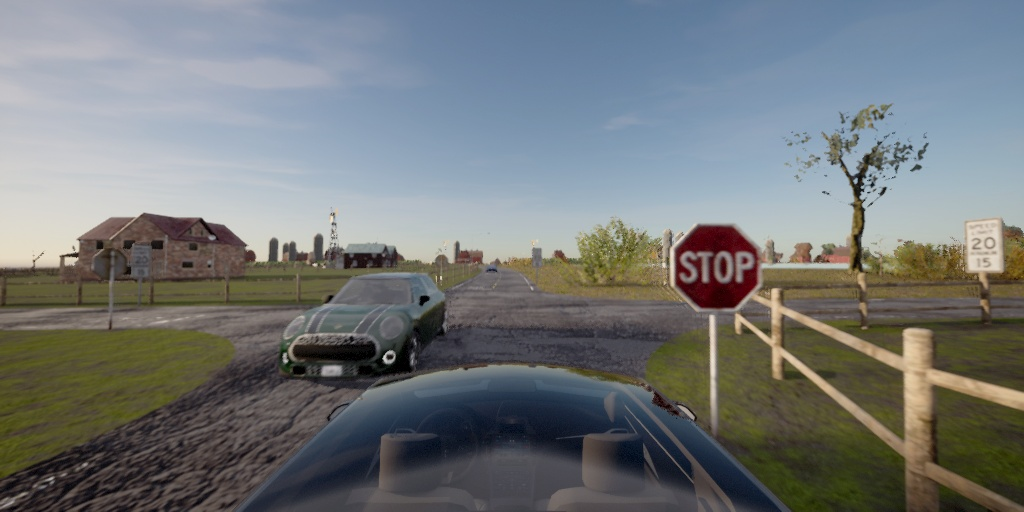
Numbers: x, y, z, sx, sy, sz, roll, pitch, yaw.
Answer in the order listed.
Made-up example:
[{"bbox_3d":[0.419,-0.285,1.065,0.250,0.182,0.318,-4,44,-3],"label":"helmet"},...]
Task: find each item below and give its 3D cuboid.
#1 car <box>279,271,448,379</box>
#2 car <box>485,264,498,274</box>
[{"bbox_3d":[-2.748,1.166,7.713,2.097,1.767,4.553,0,0,0],"label":"car"},{"bbox_3d":[-3.130,1.944,55.933,2.033,1.411,5.357,0,-1,-2],"label":"car"}]
